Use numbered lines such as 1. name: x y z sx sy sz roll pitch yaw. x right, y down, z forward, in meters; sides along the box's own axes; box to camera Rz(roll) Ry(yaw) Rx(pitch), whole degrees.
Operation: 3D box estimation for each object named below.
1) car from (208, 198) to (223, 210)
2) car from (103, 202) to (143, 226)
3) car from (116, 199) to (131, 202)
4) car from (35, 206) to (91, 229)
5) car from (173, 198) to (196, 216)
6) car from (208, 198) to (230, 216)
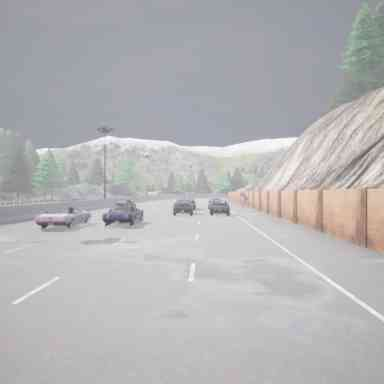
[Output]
1. car: 3.030 1.525 43.202 1.812 1.442 4.674 0 0 2
2. car: -4.664 1.601 23.264 1.895 1.301 4.718 0 0 2
3. car: -7.662 1.526 37.546 1.812 1.442 4.674 0 0 2
4. car: -8.218 1.600 21.760 1.895 1.301 4.718 0 0 2
5. car: -0.823 1.505 33.027 1.837 1.490 4.892 0 0 2
6. car: 2.670 1.491 32.758 2.128 1.511 4.902 0 0 2
